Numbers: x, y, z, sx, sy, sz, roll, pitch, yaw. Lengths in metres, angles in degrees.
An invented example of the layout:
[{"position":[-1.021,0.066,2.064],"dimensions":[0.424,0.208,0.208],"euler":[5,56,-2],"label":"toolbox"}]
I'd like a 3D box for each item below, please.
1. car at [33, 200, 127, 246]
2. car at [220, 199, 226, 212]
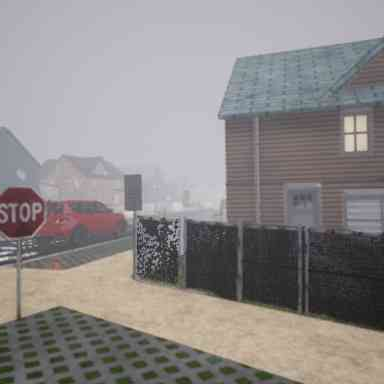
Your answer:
[{"position":[-5.398,1.411,16.439],"dimensions":[2.150,2.045,5.566],"euler":[-1,-1,20],"label":"car"},{"position":[5.805,2.086,51.792],"dimensions":[2.150,2.045,5.566],"euler":[-1,-1,17],"label":"car"}]
